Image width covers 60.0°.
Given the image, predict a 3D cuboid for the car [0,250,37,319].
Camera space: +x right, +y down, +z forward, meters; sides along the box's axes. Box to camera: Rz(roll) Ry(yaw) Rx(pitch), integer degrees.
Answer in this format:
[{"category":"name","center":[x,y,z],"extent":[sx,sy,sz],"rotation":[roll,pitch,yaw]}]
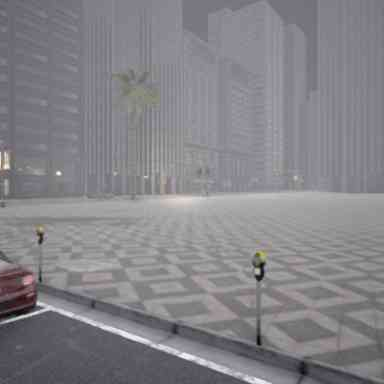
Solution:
[{"category":"car","center":[-4.534,1.567,6.194],"extent":[4.206,1.307,1.802],"rotation":[0,0,35]}]

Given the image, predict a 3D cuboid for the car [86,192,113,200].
[{"category":"car","center":[-17.702,0.734,63.821],"extent":[2.033,1.411,5.357],"rotation":[0,1,36]}]
